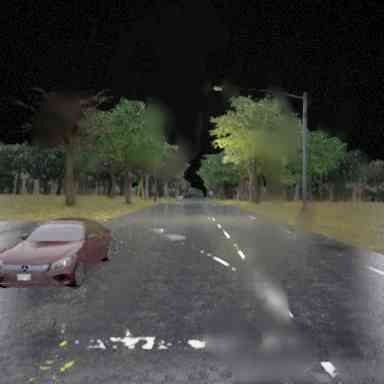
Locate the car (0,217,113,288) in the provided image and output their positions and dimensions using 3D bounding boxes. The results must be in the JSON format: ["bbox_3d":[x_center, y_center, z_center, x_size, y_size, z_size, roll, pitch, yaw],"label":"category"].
[{"bbox_3d":[-3.486,1.482,9.228,1.812,1.442,4.674,0,1,0],"label":"car"}]

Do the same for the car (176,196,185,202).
[{"bbox_3d":[-2.875,1.663,81.153,2.128,1.511,4.902,0,0,4],"label":"car"}]
